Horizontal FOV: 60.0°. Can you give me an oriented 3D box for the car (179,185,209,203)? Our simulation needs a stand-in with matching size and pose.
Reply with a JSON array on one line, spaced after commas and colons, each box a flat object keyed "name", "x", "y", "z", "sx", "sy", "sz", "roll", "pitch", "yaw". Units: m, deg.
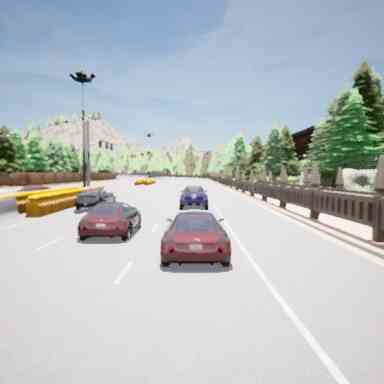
[{"name": "car", "x": 0.151, "y": 0.248, "z": 25.442, "sx": 2.097, "sy": 1.767, "sz": 4.553, "roll": 0, "pitch": 3, "yaw": 0}]

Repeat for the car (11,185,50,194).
[{"name": "car", "x": -13.975, "y": 0.157, "z": 29.176, "sx": 1.882, "sy": 1.535, "sz": 5.008, "roll": 0, "pitch": 3, "yaw": 1}]

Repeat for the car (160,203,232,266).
[{"name": "car", "x": 0.103, "y": 1.298, "z": 10.582, "sx": 1.994, "sy": 1.385, "sz": 4.181, "roll": 0, "pitch": 3, "yaw": 0}]

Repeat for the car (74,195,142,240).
[{"name": "car", "x": -3.394, "y": 1.103, "z": 14.356, "sx": 1.994, "sy": 1.385, "sz": 4.181, "roll": 0, "pitch": 3, "yaw": 0}]

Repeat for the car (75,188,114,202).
[{"name": "car", "x": -6.857, "y": 0.476, "z": 23.915, "sx": 2.128, "sy": 1.511, "sz": 4.902, "roll": 0, "pitch": 3, "yaw": 0}]
